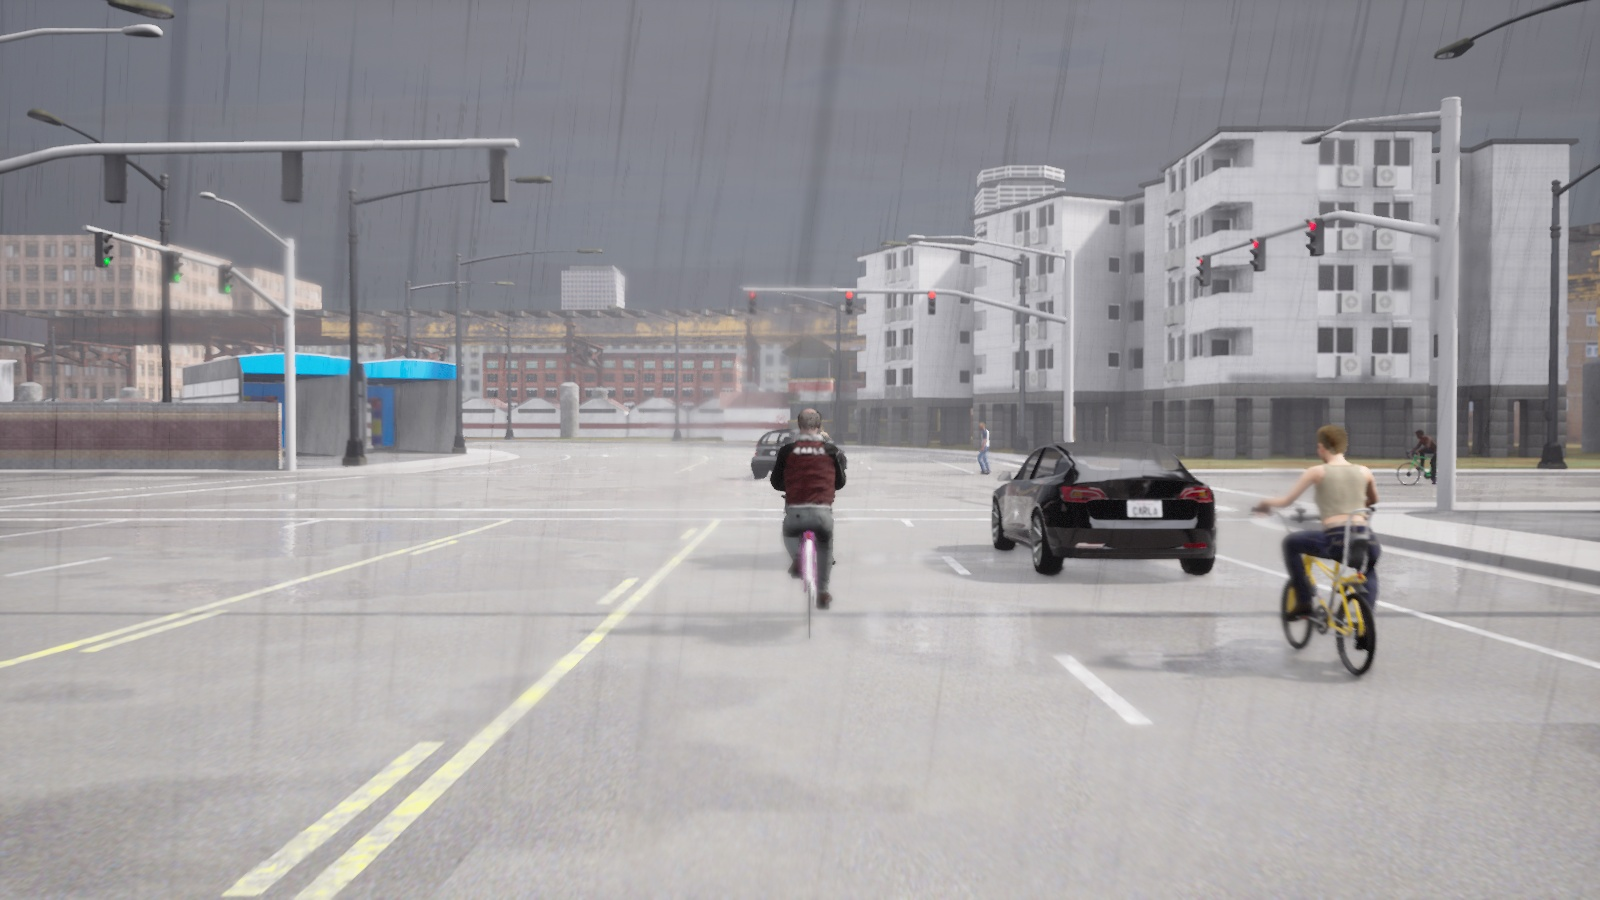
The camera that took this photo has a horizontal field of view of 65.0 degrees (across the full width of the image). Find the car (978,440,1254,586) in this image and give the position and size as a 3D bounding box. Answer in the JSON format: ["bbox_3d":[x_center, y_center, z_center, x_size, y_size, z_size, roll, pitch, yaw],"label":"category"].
[{"bbox_3d":[3.610,0.634,15.378,2.163,1.488,4.792,0,1,0],"label":"car"}]

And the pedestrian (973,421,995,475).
[{"bbox_3d":[6.309,-0.085,43.040,0.706,1.836,0.354,1,1,18],"label":"pedestrian"}]

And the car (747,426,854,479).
[{"bbox_3d":[0.067,0.047,40.737,1.851,1.617,3.988,1,1,27],"label":"car"}]

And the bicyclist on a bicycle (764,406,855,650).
[{"bbox_3d":[0.074,0.551,10.053,0.659,1.776,1.843,0,1,0],"label":"bicyclist on a bicycle"}]

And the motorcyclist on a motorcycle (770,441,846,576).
[{"bbox_3d":[0.101,0.659,15.450,0.866,1.530,2.191,0,1,0],"label":"motorcyclist on a motorcycle"}]

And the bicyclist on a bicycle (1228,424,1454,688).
[{"bbox_3d":[3.561,0.636,8.425,0.866,1.612,1.509,0,1,1],"label":"bicyclist on a bicycle"}]

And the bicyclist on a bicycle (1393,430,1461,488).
[{"bbox_3d":[18.012,0.252,36.109,1.656,1.620,0.582,0,1,-1],"label":"bicyclist on a bicycle"}]
